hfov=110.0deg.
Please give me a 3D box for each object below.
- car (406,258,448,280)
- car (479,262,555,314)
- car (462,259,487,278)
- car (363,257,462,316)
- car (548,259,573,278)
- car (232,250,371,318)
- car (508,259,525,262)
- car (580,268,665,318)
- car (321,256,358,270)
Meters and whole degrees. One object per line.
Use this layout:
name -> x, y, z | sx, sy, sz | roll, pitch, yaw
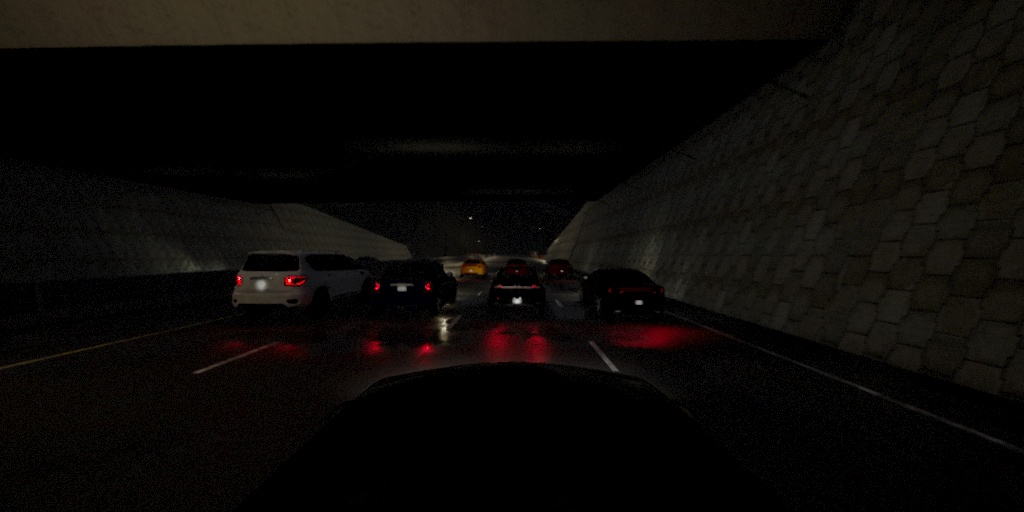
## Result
car -> -6.642, 0.966, 28.594 | 2.128, 1.511, 4.902 | 0, 1, 1
car -> 0.191, 1.139, 13.283 | 2.128, 1.511, 4.902 | 0, 1, 1
car -> -3.121, 0.956, 30.124 | 1.882, 1.535, 5.008 | 0, 1, 1
car -> -3.313, 0.985, 13.007 | 2.097, 1.767, 4.553 | 0, 1, 1
car -> 3.879, 0.993, 30.059 | 1.882, 1.535, 5.008 | 0, 1, 1
car -> -6.817, 0.838, 12.490 | 2.150, 2.045, 5.566 | 0, 0, 1
car -> 0.379, 0.975, 30.088 | 1.882, 1.535, 5.008 | 0, 1, 1
car -> 3.684, 1.147, 12.771 | 1.882, 1.535, 5.008 | 0, 1, 1
car -> -20.637, 0.750, 43.153 | 1.882, 1.535, 5.008 | 0, 0, 1
